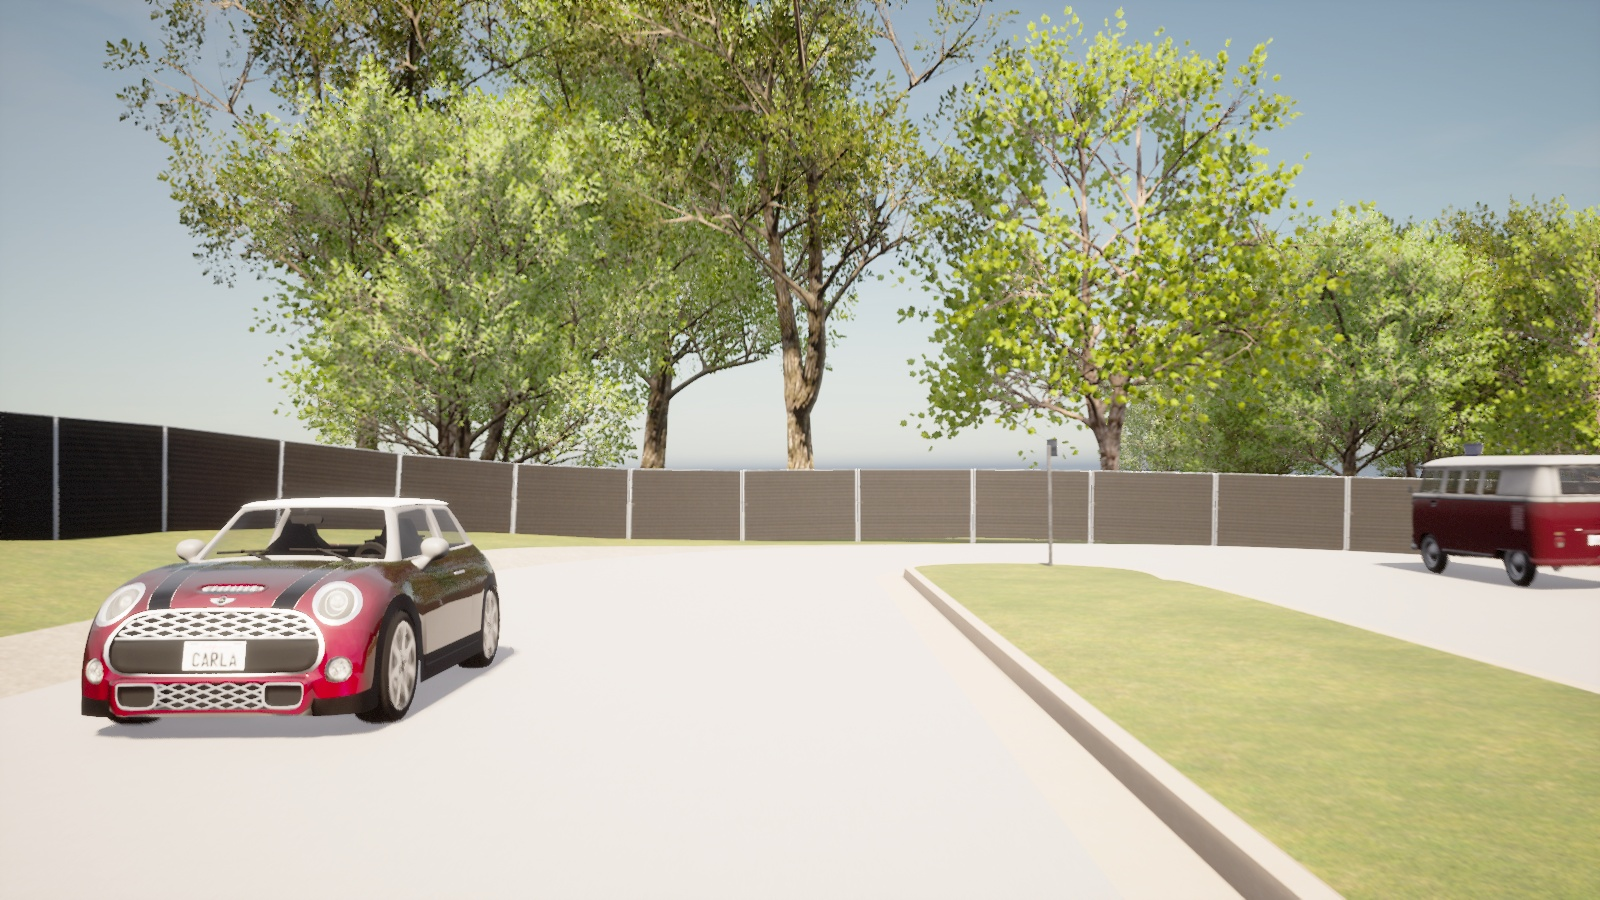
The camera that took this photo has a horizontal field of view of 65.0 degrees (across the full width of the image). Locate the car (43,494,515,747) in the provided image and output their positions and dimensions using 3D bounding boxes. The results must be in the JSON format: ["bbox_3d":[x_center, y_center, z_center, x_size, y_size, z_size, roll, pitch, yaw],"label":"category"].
[{"bbox_3d":[-3.561,1.087,9.444,1.970,1.475,3.806,-1,-2,0],"label":"car"}]

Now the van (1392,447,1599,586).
[{"bbox_3d":[11.572,0.990,20.367,1.775,1.987,4.442,-1,-1,0],"label":"van"}]
